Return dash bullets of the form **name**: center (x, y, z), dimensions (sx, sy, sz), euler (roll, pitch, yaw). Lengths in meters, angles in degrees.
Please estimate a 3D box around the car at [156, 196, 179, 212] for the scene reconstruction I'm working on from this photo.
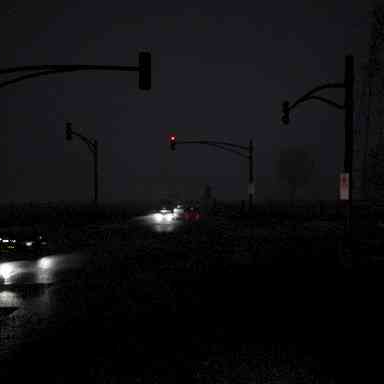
- **car**: center (-2.969, 1.486, 37.690), dimensions (2.128, 1.511, 4.902), euler (0, 0, -1)

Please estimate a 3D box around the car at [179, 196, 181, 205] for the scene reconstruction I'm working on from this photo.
- **car**: center (-3.023, 1.596, 47.506), dimensions (1.895, 1.301, 4.718), euler (0, 0, 0)

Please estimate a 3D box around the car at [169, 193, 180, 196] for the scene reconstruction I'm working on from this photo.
- **car**: center (-3.072, 1.218, 57.858), dimensions (2.150, 2.045, 5.566), euler (0, 0, 0)

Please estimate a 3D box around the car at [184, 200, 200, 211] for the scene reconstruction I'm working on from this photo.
- **car**: center (-0.021, 1.595, 39.759), dimensions (1.895, 1.301, 4.718), euler (0, 0, 0)

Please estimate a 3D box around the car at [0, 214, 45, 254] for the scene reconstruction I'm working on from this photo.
- **car**: center (-7.910, 1.661, 13.279), dimensions (4.892, 1.490, 1.837), euler (-1, -2, 32)
